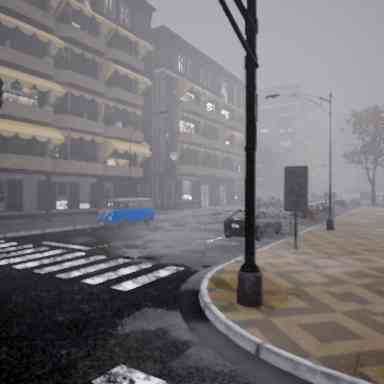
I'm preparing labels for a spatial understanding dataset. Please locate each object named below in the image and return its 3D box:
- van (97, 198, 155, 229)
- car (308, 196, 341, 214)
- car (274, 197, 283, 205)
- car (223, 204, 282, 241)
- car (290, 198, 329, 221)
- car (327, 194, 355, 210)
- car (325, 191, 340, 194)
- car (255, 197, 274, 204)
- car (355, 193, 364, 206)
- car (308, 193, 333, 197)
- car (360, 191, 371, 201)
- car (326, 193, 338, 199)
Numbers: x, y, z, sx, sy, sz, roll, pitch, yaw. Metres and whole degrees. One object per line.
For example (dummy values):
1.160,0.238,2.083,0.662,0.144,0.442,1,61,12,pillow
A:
-4.062,1.260,20.820,1.690,1.788,3.998,1,1,32,van
11.941,1.397,30.476,2.008,1.369,4.403,1,1,32,car
10.803,1.303,44.370,2.008,1.369,4.403,1,1,32,car
3.021,1.513,16.349,1.947,1.339,4.313,1,1,32,car
8.967,1.424,25.766,1.887,1.381,4.507,1,1,32,car
17.889,1.331,39.895,2.008,1.369,4.403,1,1,32,car
21.386,0.930,50.491,2.150,2.045,5.566,0,0,32,car
7.830,1.351,39.660,1.947,1.339,4.313,1,1,32,car
23.927,1.240,49.457,1.752,1.417,4.829,1,1,32,car
15.897,1.261,41.690,2.128,1.511,4.902,0,0,32,car
36.385,0.807,69.762,2.150,2.045,5.566,0,0,32,car
34.592,1.044,82.044,1.887,1.381,4.507,1,1,32,car
